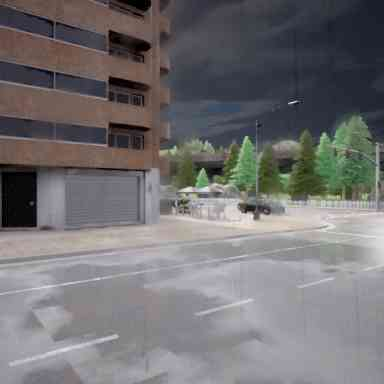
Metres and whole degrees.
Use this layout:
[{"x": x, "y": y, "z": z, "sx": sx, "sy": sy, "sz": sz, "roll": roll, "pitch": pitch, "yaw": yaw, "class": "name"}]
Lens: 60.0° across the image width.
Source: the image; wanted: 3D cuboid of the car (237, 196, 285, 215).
[{"x": 6.950, "y": 1.296, "z": 32.823, "sx": 2.097, "sy": 1.767, "sz": 4.553, "roll": 0, "pitch": 0, "yaw": -36, "class": "car"}]

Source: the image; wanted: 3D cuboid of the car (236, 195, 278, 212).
[{"x": 7.364, "y": 1.296, "z": 38.182, "sx": 2.097, "sy": 1.767, "sz": 4.553, "roll": 0, "pitch": 0, "yaw": -37, "class": "car"}]

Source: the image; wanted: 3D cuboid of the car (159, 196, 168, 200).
[{"x": -3.563, "y": 1.435, "z": 50.955, "sx": 4.902, "sy": 1.511, "sz": 2.128, "roll": 0, "pitch": 0, "yaw": 36, "class": "car"}]

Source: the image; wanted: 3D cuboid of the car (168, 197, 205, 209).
[{"x": -0.509, "y": 1.492, "z": 43.152, "sx": 2.033, "sy": 1.411, "sz": 5.357, "roll": 0, "pitch": 0, "yaw": -37, "class": "car"}]
